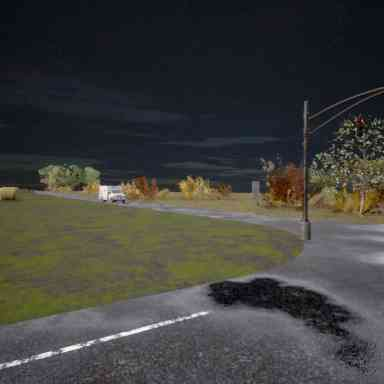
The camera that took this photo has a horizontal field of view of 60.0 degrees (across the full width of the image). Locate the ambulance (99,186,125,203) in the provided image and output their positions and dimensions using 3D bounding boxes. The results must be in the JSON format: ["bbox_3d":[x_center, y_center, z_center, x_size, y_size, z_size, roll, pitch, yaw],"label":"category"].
[{"bbox_3d":[-11.962,0.341,50.021,2.351,2.431,6.366,2,0,-32],"label":"ambulance"}]
